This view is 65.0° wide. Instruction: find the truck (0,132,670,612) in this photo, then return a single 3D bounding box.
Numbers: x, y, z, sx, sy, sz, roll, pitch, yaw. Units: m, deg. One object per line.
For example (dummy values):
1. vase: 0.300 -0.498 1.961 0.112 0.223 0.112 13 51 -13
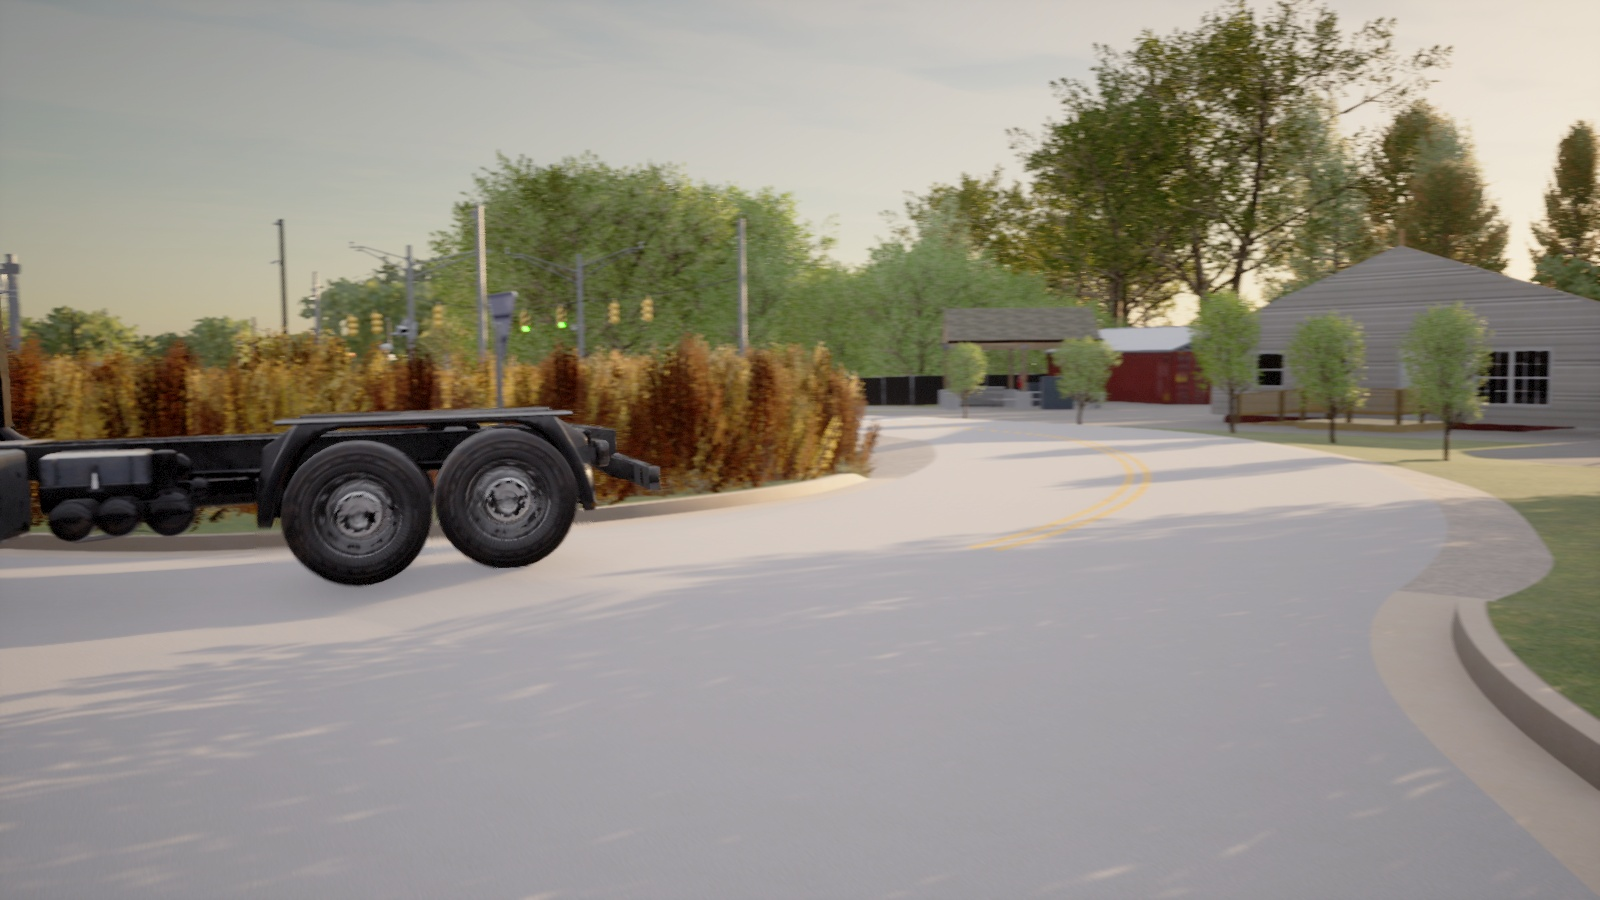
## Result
1. truck: -5.331 -0.650 10.695 7.936 3.462 2.891 -2 3 -15
